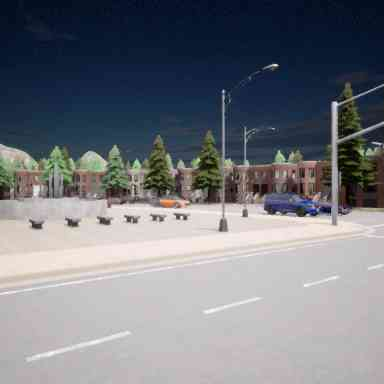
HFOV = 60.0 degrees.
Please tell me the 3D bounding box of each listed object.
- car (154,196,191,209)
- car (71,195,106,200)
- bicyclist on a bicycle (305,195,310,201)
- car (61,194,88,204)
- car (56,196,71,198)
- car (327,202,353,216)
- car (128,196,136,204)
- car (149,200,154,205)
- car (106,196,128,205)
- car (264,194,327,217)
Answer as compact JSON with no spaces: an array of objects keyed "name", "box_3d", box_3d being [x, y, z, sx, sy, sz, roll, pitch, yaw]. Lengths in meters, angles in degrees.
[{"name":"car","box_3d":[-2.323,1.351,44.724,4.553,1.767,2.097,0,0,38]},{"name":"car","box_3d":[-16.236,1.205,52.341,4.181,1.385,1.994,0,0,16]},{"name":"bicyclist on a bicycle","box_3d":[16.149,1.301,46.584,1.656,1.620,0.582,0,0,-37]},{"name":"car","box_3d":[-22.579,1.351,63.968,4.553,1.767,2.097,0,0,7]},{"name":"car","box_3d":[-23.841,1.504,60.674,4.892,1.490,1.837,0,0,5]},{"name":"car","box_3d":[12.945,1.599,32.298,1.895,1.301,4.718,0,0,-36]},{"name":"car","box_3d":[-12.759,1.503,62.036,4.892,1.490,1.837,0,0,18]},{"name":"car","box_3d":[-3.941,1.546,50.293,5.357,1.411,2.033,0,0,32]},{"name":"car","box_3d":[-14.104,1.563,58.804,4.181,1.385,1.994,0,0,18]},{"name":"car","box_3d":[9.322,1.217,31.287,2.150,2.045,5.566,0,0,-38]}]
